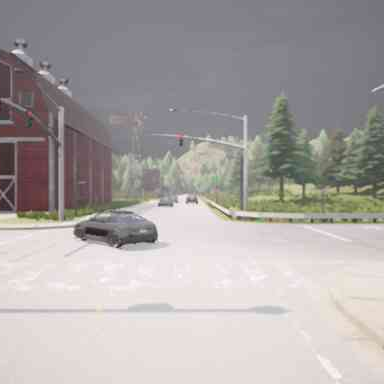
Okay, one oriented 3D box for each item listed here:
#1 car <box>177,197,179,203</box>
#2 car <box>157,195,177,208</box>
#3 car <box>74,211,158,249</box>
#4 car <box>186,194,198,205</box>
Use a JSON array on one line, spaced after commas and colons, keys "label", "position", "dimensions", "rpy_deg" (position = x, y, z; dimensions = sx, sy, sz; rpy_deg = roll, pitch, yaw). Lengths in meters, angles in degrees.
[{"label": "car", "position": [-3.537, 1.336, 62.267], "dimensions": [2.128, 1.511, 4.902], "rpy_deg": [0, 0, 1]}, {"label": "car", "position": [-3.589, 1.449, 45.824], "dimensions": [1.994, 1.385, 4.181], "rpy_deg": [0, 0, 0]}, {"label": "car", "position": [-3.409, 1.510, 14.531], "dimensions": [4.181, 1.385, 1.994], "rpy_deg": [0, 0, 43]}, {"label": "car", "position": [0.002, 1.208, 57.364], "dimensions": [2.097, 1.767, 4.553], "rpy_deg": [0, 0, 0]}]
